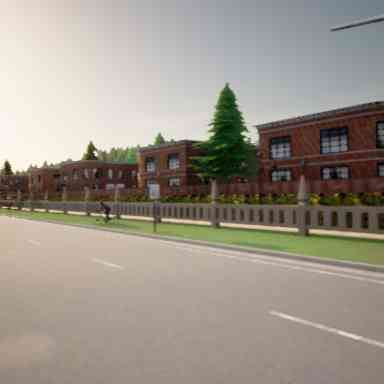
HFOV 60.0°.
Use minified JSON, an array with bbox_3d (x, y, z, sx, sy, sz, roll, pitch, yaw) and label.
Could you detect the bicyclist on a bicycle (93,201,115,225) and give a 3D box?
[{"bbox_3d":[-6.089,1.442,23.005,1.656,1.620,0.582,-1,0,-42],"label":"bicyclist on a bicycle"}]
